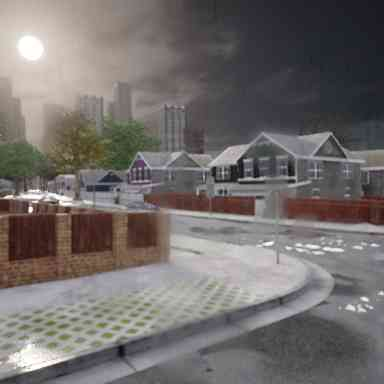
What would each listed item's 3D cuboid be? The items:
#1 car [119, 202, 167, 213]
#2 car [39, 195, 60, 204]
[{"bbox_3d":[-3.377,1.398,22.411,1.994,1.385,4.181,-2,2,-39],"label":"car"},{"bbox_3d":[-18.178,1.148,42.221,2.033,1.411,5.357,-2,1,-34],"label":"car"}]
